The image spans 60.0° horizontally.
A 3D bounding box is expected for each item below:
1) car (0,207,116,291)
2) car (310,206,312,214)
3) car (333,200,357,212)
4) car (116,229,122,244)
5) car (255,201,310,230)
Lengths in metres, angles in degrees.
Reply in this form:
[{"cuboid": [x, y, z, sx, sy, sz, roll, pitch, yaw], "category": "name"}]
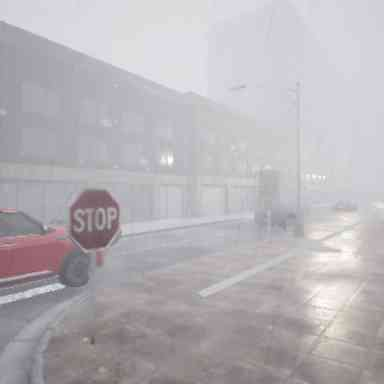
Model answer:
[{"cuboid": [-4.580, 1.286, 7.188, 2.150, 2.045, 5.566, 0, 0, 35], "category": "car"}, {"cuboid": [10.527, 1.609, 33.427, 1.994, 1.385, 4.181, 0, 0, 36], "category": "car"}, {"cuboid": [17.615, 1.580, 38.299, 1.994, 1.385, 4.181, 0, 0, 35], "category": "car"}, {"cuboid": [-4.874, 1.679, 11.855, 1.895, 1.301, 4.718, 0, 0, 35], "category": "car"}, {"cuboid": [5.826, 1.517, 21.772, 1.882, 1.535, 5.008, 0, 0, 35], "category": "car"}]
